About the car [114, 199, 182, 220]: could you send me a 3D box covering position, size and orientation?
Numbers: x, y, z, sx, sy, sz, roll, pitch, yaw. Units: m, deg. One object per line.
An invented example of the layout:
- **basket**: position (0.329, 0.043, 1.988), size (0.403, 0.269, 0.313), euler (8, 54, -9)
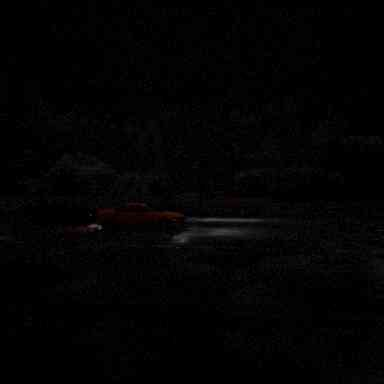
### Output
- **car**: position (-3.359, 1.327, 25.914), size (4.902, 1.511, 2.128), euler (0, 0, 9)

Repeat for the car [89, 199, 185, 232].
- **car**: position (-2.879, 1.359, 18.745), size (5.008, 1.535, 1.882), euler (0, 0, 9)

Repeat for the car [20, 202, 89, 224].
- **car**: position (-9.170, 1.404, 23.312), size (5.357, 1.411, 2.033), euler (0, 0, 9)
